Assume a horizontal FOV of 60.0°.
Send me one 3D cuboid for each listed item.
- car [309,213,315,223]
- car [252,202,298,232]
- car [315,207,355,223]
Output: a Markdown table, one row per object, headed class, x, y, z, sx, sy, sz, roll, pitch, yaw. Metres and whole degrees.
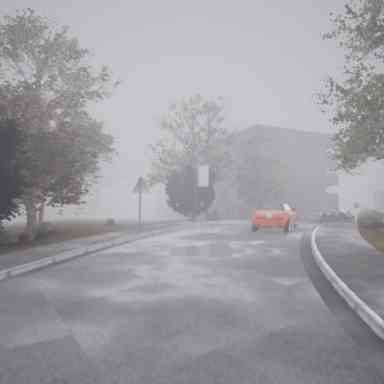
| class | x | y | z | sx | sy | sz | roll | pitch | yaw |
| --- | --- | --- | --- | --- | --- | --- | --- | --- | --- |
| car | 16.349 | 2.917 | 39.720 | 5.566 | 2.045 | 2.150 | 7 | -8 | -38 |
| car | 5.173 | 1.376 | 20.415 | 2.097 | 1.767 | 4.553 | -2 | -1 | 25 |
| car | 14.637 | 2.355 | 33.501 | 2.097 | 1.767 | 4.553 | -4 | -8 | 44 |
